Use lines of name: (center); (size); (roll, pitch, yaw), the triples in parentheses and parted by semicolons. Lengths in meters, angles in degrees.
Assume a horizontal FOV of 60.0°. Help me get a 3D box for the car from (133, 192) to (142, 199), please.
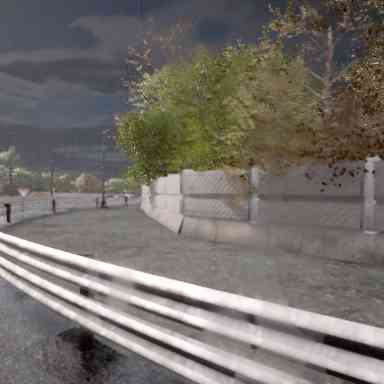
car: (-14.965, 0.955, 93.002); (2.150, 2.045, 5.566); (0, 0, 3)
